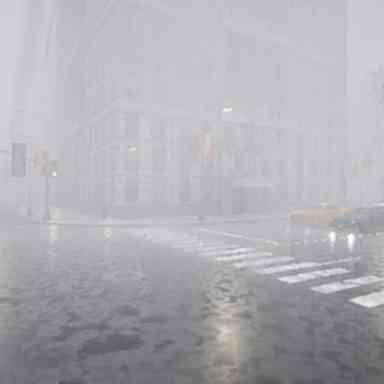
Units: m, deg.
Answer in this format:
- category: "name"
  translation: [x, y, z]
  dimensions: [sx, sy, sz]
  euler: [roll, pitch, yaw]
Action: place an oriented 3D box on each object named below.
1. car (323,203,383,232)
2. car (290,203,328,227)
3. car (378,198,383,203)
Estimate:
- category: "car"
  translation: [11.012, 1.627, 20.931]
  dimensions: [5.357, 1.411, 2.033]
  euler: [0, 0, -31]
- category: "car"
  translation: [9.227, 1.564, 23.938]
  dimensions: [5.008, 1.535, 1.882]
  euler: [0, 0, -31]
- category: "car"
  translation: [17.970, 1.336, 29.151]
  dimensions: [5.566, 2.045, 2.150]
  euler: [0, 0, -31]
